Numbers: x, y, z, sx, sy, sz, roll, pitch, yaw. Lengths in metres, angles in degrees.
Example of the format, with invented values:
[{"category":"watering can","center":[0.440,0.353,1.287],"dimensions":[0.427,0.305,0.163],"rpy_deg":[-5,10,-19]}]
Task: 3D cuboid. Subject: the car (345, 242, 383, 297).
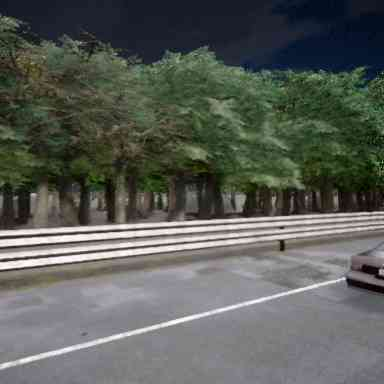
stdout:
[{"category":"car","center":[5.785,1.623,7.810],"dimensions":[5.357,1.411,2.033],"rpy_deg":[1,0,-35]}]
